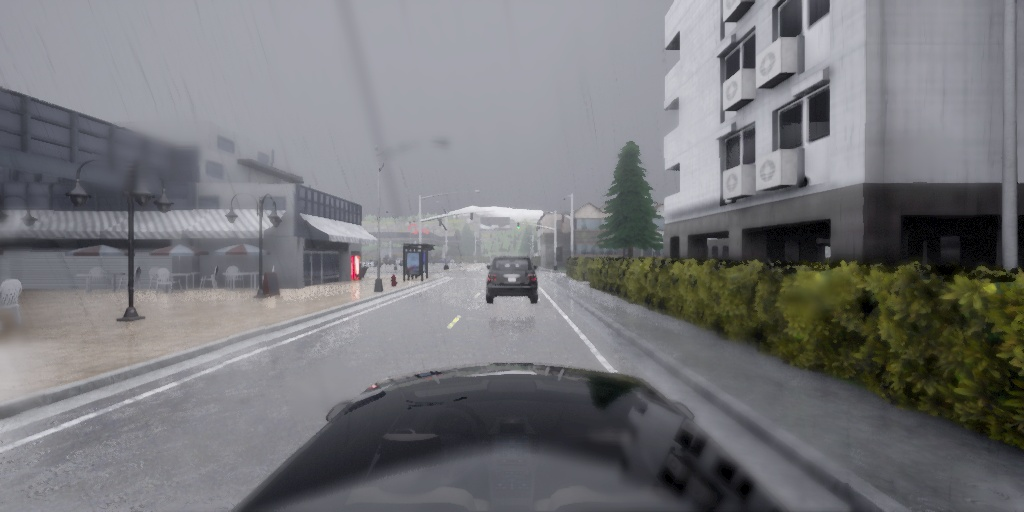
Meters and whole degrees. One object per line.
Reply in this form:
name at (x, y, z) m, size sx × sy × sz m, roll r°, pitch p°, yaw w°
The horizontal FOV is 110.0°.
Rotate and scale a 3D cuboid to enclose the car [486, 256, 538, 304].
car at (0.000, 1.007, 16.530) m, size 2.150 × 2.045 × 5.566 m, roll 0°, pitch 0°, yaw 0°
